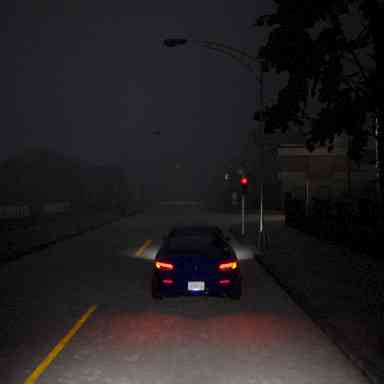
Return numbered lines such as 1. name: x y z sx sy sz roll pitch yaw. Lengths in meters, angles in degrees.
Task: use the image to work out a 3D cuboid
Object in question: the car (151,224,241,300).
1. car: 0.101 1.526 8.285 1.812 1.442 4.674 0 0 1
